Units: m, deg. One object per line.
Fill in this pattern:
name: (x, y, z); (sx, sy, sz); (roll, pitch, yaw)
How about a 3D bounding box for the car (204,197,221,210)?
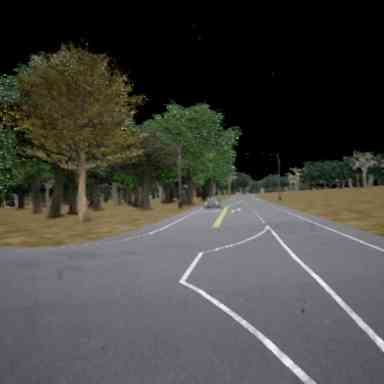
car: (2.872, 1.502, 46.360); (2.097, 1.767, 4.553); (-1, 0, 8)
